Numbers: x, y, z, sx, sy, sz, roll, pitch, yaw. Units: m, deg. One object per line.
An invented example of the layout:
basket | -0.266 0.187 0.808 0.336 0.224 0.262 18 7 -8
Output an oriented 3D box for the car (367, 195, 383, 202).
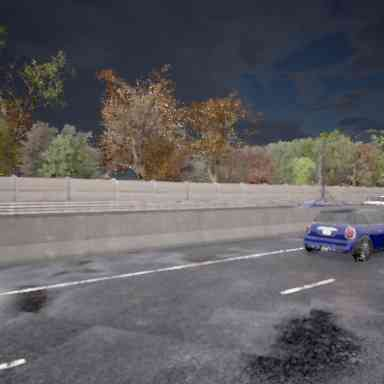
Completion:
car | 20.525 1.382 35.819 5.566 2.045 2.150 0 0 -36

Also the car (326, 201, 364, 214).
car | 17.517 1.757 37.973 4.718 1.301 1.895 0 0 -35

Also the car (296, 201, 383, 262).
car | 6.321 1.405 12.555 4.553 1.767 2.097 0 0 -36

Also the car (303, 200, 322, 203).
car | 14.506 1.677 40.125 4.674 1.442 1.812 0 0 -35
